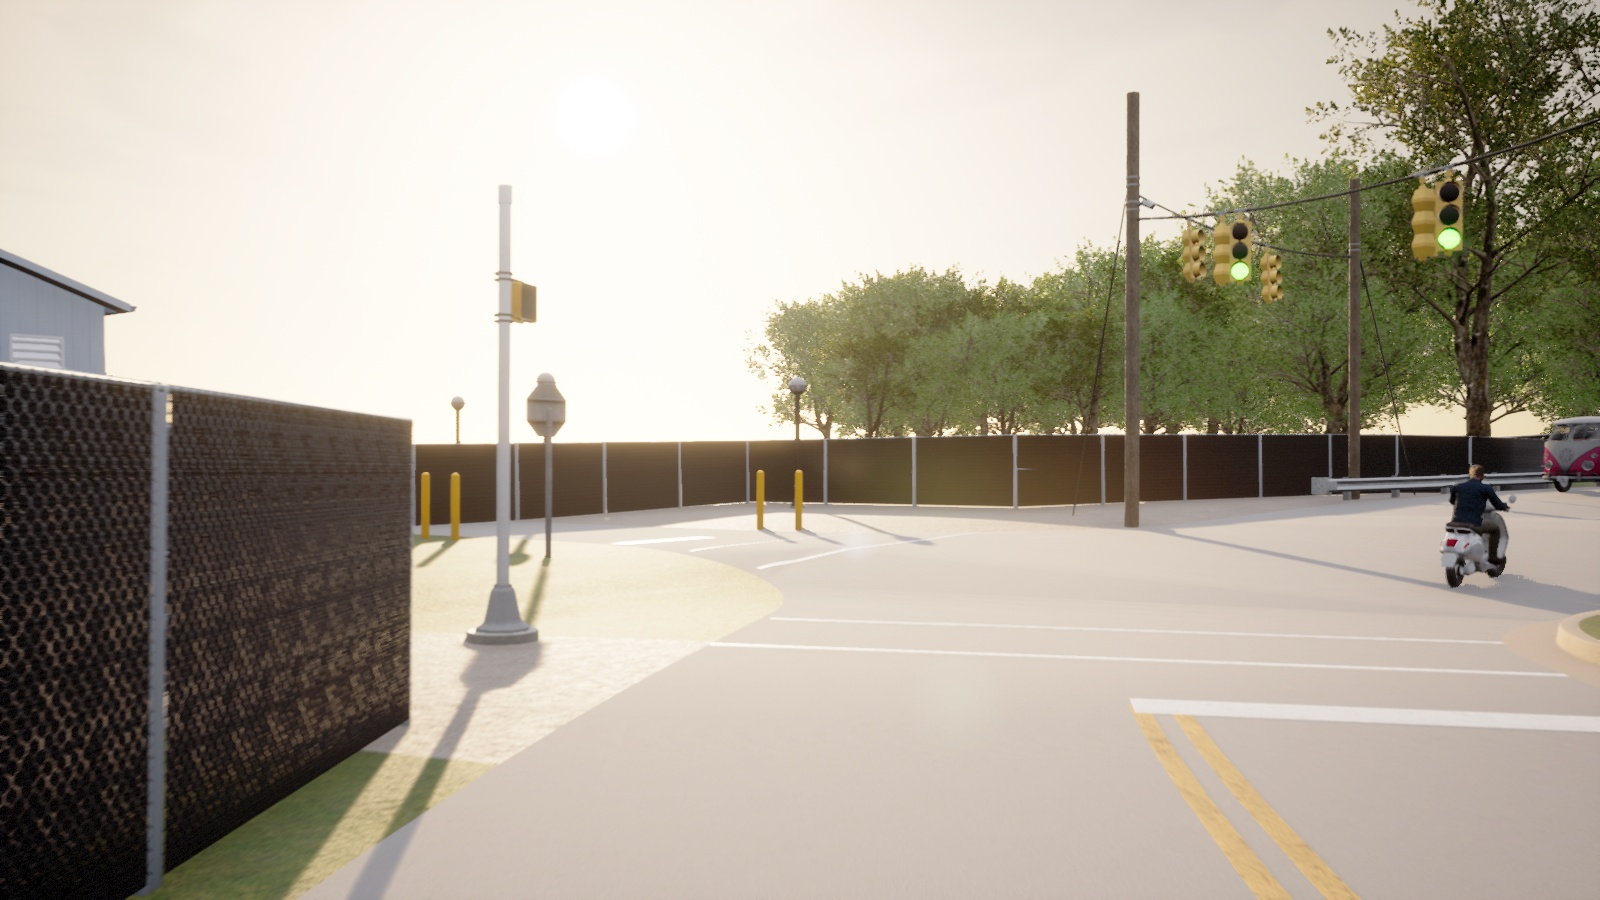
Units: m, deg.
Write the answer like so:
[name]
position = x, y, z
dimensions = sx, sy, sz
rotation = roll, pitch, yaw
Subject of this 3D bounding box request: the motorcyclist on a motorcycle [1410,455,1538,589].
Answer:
[motorcyclist on a motorcycle]
position = 9.017, 0.910, 16.779
dimensions = 1.817, 1.590, 0.866
rotation = -3, 4, -41

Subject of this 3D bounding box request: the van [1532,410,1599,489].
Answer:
[van]
position = 21.820, -0.078, 33.429
dimensions = 4.442, 1.987, 1.775
rotation = -2, 0, -25
